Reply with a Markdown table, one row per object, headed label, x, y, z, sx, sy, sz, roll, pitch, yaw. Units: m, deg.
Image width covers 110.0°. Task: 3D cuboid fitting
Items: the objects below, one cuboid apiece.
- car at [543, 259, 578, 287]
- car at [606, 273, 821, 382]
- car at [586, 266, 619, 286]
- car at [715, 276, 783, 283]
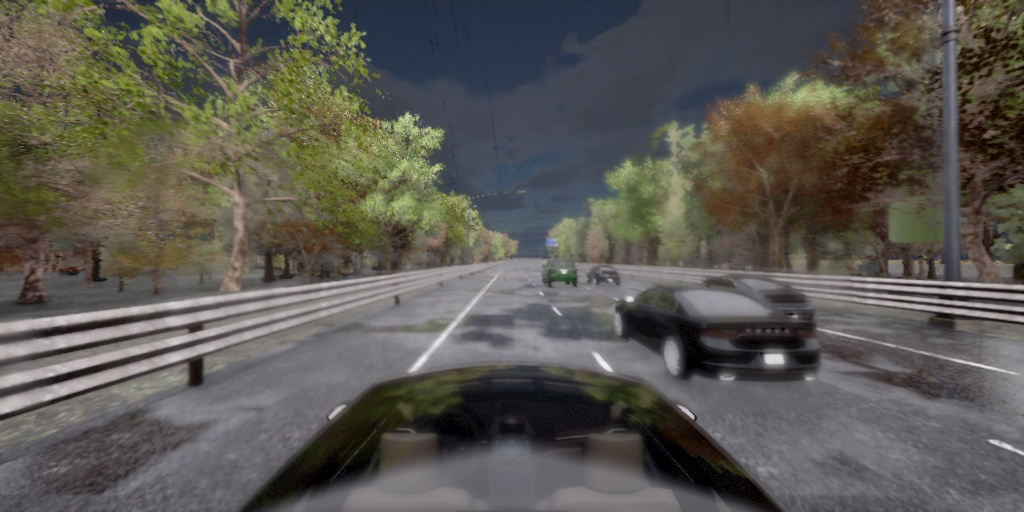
| label | x | y | z | sx | sy | sz | roll | pitch | yaw |
| --- | --- | --- | --- | --- | --- | --- | --- | --- | --- |
| car | 3.600 | 1.246 | 27.224 | 2.150 | 2.045 | 5.566 | 0 | -1 | 0 |
| car | 3.595 | 1.289 | 7.394 | 1.882 | 1.535 | 5.008 | 0 | -1 | 0 |
| car | 7.099 | 1.539 | 28.127 | 1.837 | 1.490 | 4.892 | 0 | -1 | 0 |
| car | 7.099 | 1.361 | 11.531 | 1.837 | 1.490 | 4.892 | 0 | -1 | 0 |
